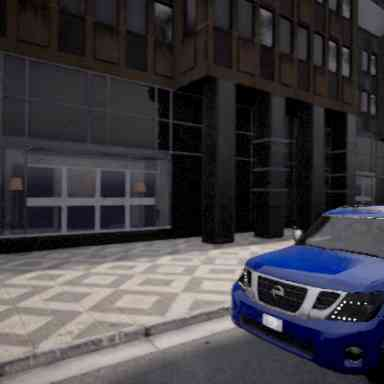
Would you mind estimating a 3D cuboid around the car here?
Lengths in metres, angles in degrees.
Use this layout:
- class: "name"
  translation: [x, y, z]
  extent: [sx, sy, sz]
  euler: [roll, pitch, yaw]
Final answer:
- class: "car"
  translation: [3.238, 1.270, 5.677]
  extent: [5.566, 2.045, 2.150]
  euler: [1, 0, -35]
